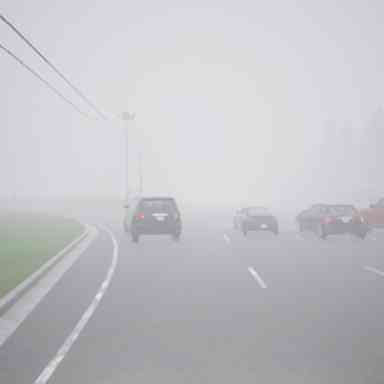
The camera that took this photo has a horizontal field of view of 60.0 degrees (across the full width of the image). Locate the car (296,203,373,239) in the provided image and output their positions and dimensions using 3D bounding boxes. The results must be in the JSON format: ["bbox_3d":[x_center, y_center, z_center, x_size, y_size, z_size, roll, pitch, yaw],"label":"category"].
[{"bbox_3d":[7.012,1.330,17.276,2.097,1.767,4.553,0,0,0],"label":"car"}]

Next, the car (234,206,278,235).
[{"bbox_3d":[3.506,1.503,18.580,1.812,1.442,4.674,0,0,0],"label":"car"}]

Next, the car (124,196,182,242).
[{"bbox_3d":[-2.075,1.202,16.447,2.150,2.045,5.566,0,0,-16],"label":"car"}]

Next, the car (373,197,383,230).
[{"bbox_3d":[10.516,1.201,16.627,2.150,2.045,5.566,0,0,0],"label":"car"}]
